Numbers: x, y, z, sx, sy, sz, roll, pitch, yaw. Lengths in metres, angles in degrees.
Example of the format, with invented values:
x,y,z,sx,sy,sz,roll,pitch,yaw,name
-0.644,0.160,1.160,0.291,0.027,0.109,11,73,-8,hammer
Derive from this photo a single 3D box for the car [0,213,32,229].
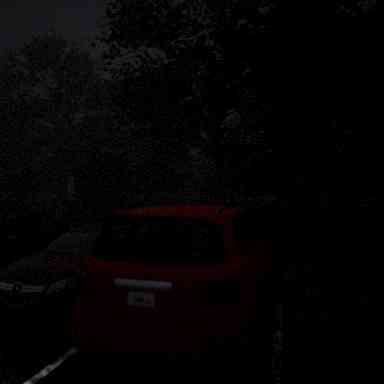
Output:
x,y,z,sx,sy,sz,roll,pitch,yaw,name
-4.723,1.355,9.342,2.185,1.767,4.553,0,-1,14,car

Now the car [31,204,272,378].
x,y,z,sx,sy,sz,roll,pitch,yaw,name
0.168,1.232,6.003,2.435,2.045,5.566,0,-1,15,car

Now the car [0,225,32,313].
x,y,z,sx,sy,sz,roll,pitch,yaw,name
-2.267,1.522,7.677,2.002,1.452,4.674,1,-1,15,car
